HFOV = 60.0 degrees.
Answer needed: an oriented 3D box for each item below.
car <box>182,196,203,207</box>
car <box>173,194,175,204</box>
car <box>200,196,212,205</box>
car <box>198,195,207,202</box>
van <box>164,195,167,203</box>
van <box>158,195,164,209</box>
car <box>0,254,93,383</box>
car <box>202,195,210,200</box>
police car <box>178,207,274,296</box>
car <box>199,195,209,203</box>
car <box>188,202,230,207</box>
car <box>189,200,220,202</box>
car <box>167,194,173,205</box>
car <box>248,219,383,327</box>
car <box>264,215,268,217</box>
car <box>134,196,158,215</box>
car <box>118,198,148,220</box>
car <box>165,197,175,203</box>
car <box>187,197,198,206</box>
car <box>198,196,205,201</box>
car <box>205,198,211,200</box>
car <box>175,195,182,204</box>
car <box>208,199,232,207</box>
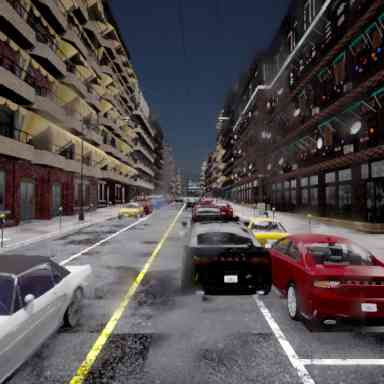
[{"bbox_3d":[0.042,1.633,45.277,2.033,1.411,5.357,0,0,0],"label":"car"},{"bbox_3d":[-5.239,1.484,67.982,2.192,1.841,5.009,1,0,0],"label":"car"},{"bbox_3d":[2.641,1.587,62.386,1.967,1.590,4.097,1,0,0],"label":"car"},{"bbox_3d":[2.615,1.685,84.511,1.967,1.590,4.097,1,0,0],"label":"car"},{"bbox_3d":[-5.253,1.447,51.392,1.690,1.788,3.998,1,0,0],"label":"van"},{"bbox_3d":[-5.256,1.429,45.860,1.690,1.788,3.998,2,0,0],"label":"van"},{"bbox_3d":[-2.847,1.604,4.217,1.895,1.301,4.718,0,0,0],"label":"car"},{"bbox_3d":[2.623,1.650,51.324,1.887,1.381,4.507,1,0,0],"label":"car"},{"bbox_3d":[0.678,1.434,8.837,1.930,1.638,5.238,0,0,-1],"label":"police car"},{"bbox_3d":[2.610,1.507,73.448,2.192,1.841,5.009,1,0,0],"label":"car"},{"bbox_3d":[0.838,1.529,18.750,1.837,1.490,4.892,0,0,0],"label":"car"},{"bbox_3d":[0.844,1.562,24.752,1.812,1.442,4.674,0,0,0],"label":"car"},{"bbox_3d":[-5.244,1.462,62.453,2.192,1.841,5.009,1,0,0],"label":"car"},{"bbox_3d":[2.589,1.552,7.078,1.887,1.381,4.507,1,0,0],"label":"car"},{"bbox_3d":[2.594,1.539,12.780,1.752,1.417,4.829,1,0,0],"label":"car"},{"bbox_3d":[-5.264,1.373,34.801,2.192,1.841,5.009,2,0,0],"label":"car"},{"bbox_3d":[-5.274,1.571,29.099,1.752,1.417,4.829,2,0,0],"label":"car"},{"bbox_3d":[-5.237,1.784,79.044,1.947,1.339,4.313,1,0,0],"label":"car"},{"bbox_3d":[0.045,1.661,59.468,1.812,1.442,4.674,0,0,0],"label":"car"},{"bbox_3d":[2.621,1.887,95.572,1.802,1.307,4.206,1,0,0],"label":"car"},{"bbox_3d":[2.610,1.609,34.732,2.008,1.369,4.403,1,0,0],"label":"car"},{"bbox_3d":[-2.696,1.780,70.506,1.895,1.301,4.718,0,0,0],"label":"car"},{"bbox_3d":[2.606,1.590,29.200,1.887,1.381,4.507,1,0,0],"label":"car"}]
